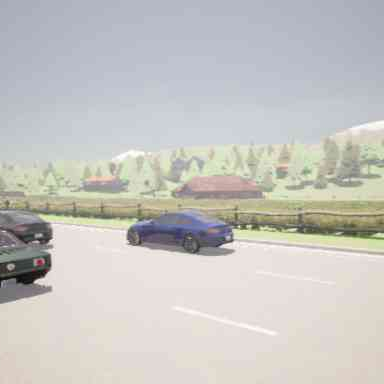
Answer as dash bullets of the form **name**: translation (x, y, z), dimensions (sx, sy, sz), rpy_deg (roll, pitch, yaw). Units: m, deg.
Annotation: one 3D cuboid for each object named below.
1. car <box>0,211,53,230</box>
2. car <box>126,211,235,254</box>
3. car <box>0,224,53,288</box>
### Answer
- **car**: translation (-7.756, 1.521, 14.191), dimensions (4.674, 1.442, 1.812), rpy_deg (0, 0, 36)
- **car**: translation (-0.558, 1.478, 13.218), dimensions (4.674, 1.442, 1.812), rpy_deg (0, 0, 37)
- **car**: translation (-5.571, 1.604, 8.223), dimensions (4.718, 1.301, 1.895), rpy_deg (0, 0, 36)
